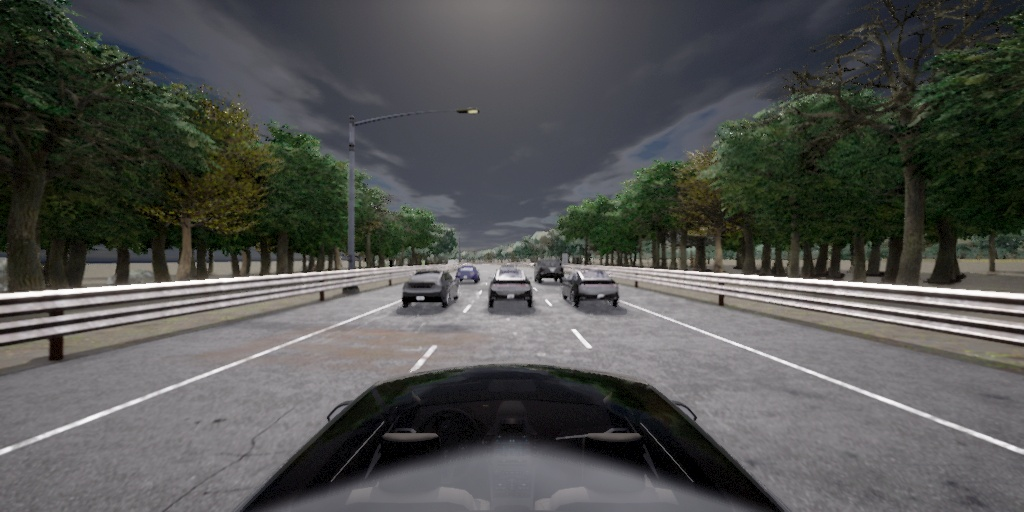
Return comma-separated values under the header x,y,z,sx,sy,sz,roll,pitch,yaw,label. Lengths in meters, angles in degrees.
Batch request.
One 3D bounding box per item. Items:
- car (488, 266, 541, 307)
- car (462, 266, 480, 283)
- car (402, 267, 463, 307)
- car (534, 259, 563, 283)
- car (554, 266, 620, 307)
x,y,z,sx,sy,sz,roll,pitch,yaw,label
-0.071,1.381,16.336,2.128,1.511,4.902,0,0,0,car
-3.837,1.584,31.409,1.812,1.442,4.674,0,-1,-1,car
-3.571,1.396,16.309,1.837,1.490,4.892,0,0,0,car
3.164,1.271,31.224,2.150,2.045,5.566,0,-1,-1,car
3.428,1.381,16.378,2.128,1.511,4.902,0,0,0,car
